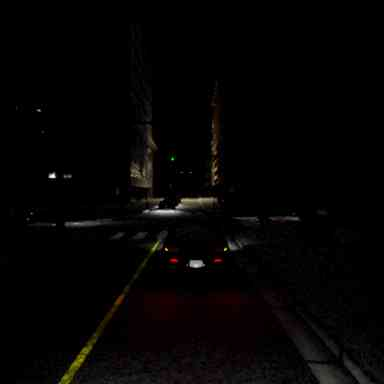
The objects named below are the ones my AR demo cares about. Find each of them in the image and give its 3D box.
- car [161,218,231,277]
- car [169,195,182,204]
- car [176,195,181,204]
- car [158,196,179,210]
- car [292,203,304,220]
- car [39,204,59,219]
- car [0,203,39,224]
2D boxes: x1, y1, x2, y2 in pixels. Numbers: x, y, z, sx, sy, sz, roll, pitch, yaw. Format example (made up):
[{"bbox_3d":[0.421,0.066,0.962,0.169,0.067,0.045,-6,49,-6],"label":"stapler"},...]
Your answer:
[{"bbox_3d":[0.101,1.516,10.124,1.812,1.442,4.674,0,0,0],"label":"car"},{"bbox_3d":[-2.999,1.405,62.007,2.128,1.511,4.902,0,0,0],"label":"car"},{"bbox_3d":[-3.075,1.436,51.919,1.837,1.490,4.892,0,0,0],"label":"car"},{"bbox_3d":[-3.095,1.511,41.965,1.994,1.385,4.181,0,0,0],"label":"car"},{"bbox_3d":[9.750,1.341,24.069,4.902,1.511,2.128,0,-1,-3],"label":"car"},{"bbox_3d":[-14.393,1.661,29.951,4.829,1.417,1.752,-1,0,0],"label":"car"},{"bbox_3d":[-14.072,1.689,24.027,4.718,1.301,1.895,-1,0,-1],"label":"car"}]
